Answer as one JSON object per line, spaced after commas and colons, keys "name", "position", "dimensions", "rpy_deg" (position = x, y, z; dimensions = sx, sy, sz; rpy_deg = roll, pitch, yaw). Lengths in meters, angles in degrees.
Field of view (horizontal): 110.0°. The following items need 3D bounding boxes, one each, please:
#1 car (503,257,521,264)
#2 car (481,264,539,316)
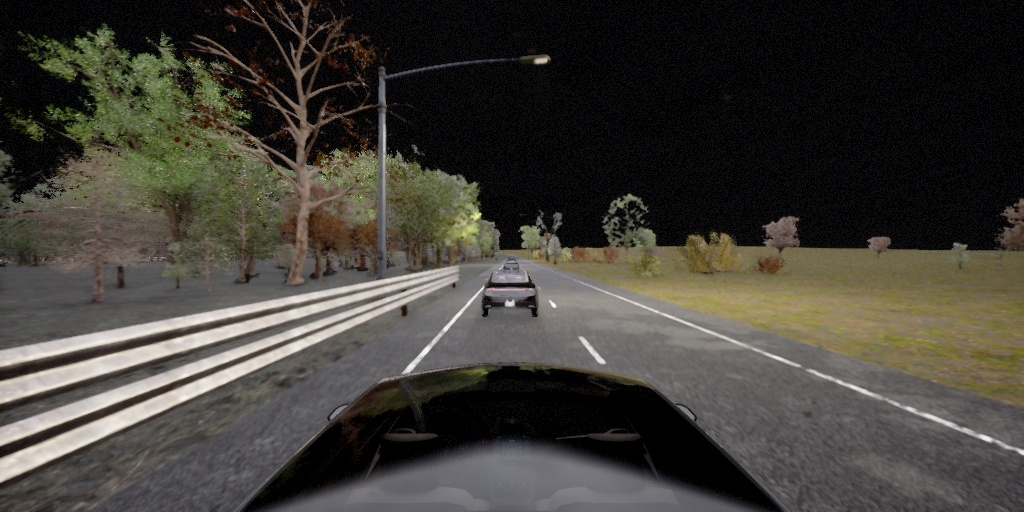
{"name": "car", "position": [-0.071, 1.215, 43.279], "dimensions": [2.128, 1.511, 4.902], "rpy_deg": [0, 0, 0]}
{"name": "car", "position": [-0.064, 1.239, 13.274], "dimensions": [2.128, 1.511, 4.902], "rpy_deg": [0, 0, 0]}
